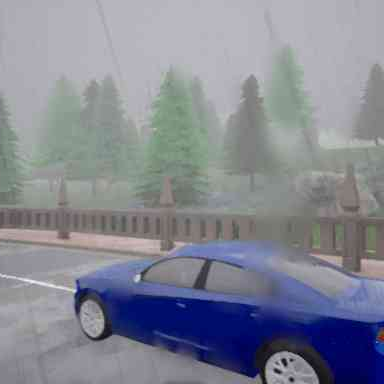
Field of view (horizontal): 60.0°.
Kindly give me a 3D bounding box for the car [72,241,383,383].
[{"bbox_3d":[0.319,1.479,4.914,5.008,1.535,1.882,-1,0,34],"label":"car"}]
